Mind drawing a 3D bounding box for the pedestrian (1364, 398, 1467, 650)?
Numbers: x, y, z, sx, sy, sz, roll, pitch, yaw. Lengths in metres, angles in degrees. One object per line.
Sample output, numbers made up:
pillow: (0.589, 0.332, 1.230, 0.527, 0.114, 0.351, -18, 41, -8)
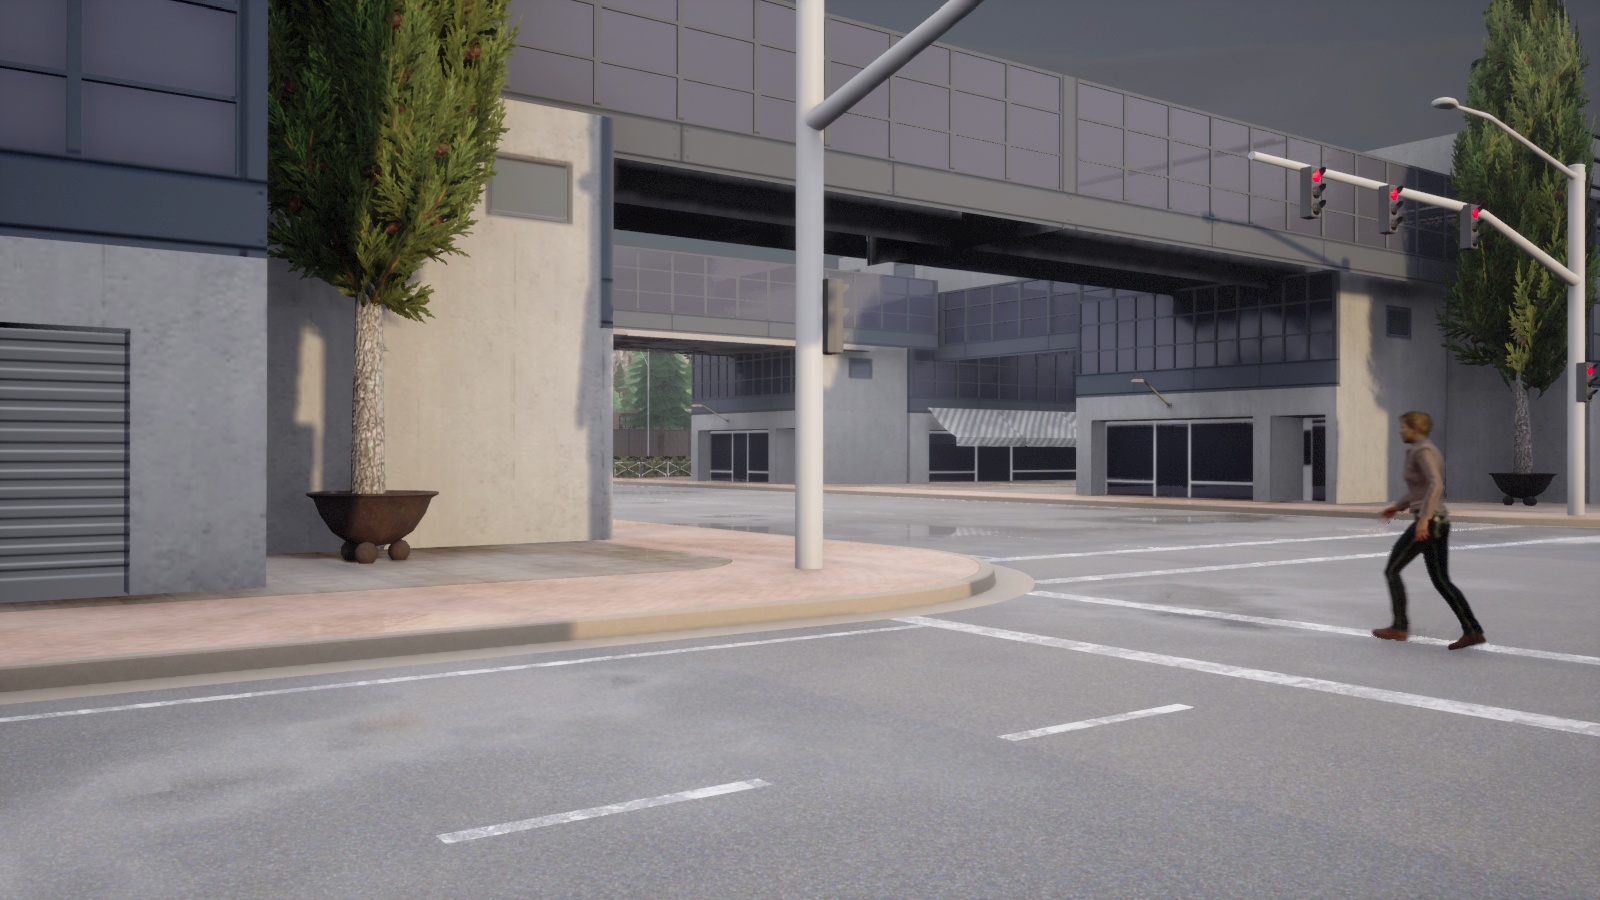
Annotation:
pedestrian: (4.673, 0.543, 9.534, 0.634, 1.846, 0.331, 0, 0, 41)
